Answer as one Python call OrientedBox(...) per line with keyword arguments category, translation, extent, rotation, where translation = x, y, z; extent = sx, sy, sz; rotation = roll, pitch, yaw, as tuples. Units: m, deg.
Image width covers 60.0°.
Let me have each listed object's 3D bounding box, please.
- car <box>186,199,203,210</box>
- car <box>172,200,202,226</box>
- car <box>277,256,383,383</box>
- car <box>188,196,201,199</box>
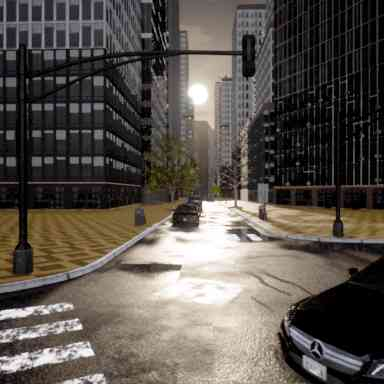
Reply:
OrientedBox(category="car", translation=(-0.011, 1.775, 35.613), extent=(1.812, 1.442, 4.674), rotation=(0, 0, 2))
OrientedBox(category="car", translation=(-0.397, 1.652, 25.400), extent=(1.882, 1.535, 5.008), rotation=(0, 0, 2))
OrientedBox(category="car", translation=(3.333, 1.547, 4.494), extent=(4.674, 1.442, 1.812), rotation=(0, 0, -27))
OrientedBox(category="car", translation=(0.389, 1.551, 46.265), extent=(2.150, 2.045, 5.566), rotation=(0, 0, 2))
